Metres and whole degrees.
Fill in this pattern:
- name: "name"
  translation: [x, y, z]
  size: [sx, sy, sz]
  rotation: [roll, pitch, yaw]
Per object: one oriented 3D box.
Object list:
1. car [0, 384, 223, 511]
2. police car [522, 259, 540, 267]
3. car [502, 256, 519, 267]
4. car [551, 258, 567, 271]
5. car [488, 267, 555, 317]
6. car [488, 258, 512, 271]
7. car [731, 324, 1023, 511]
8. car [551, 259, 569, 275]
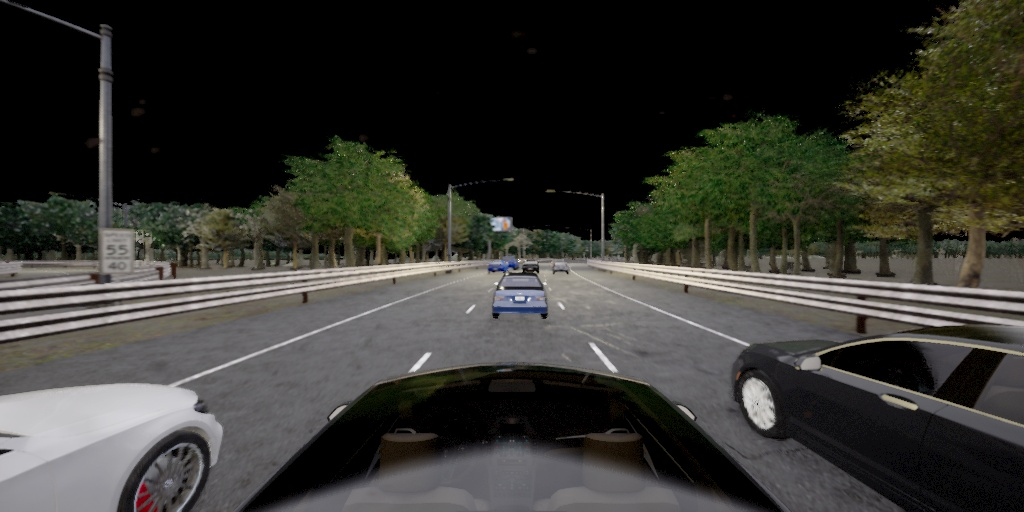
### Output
- name: "car"
  translation: [-3.367, 1.272, 1.060]
  size: [1.812, 1.442, 4.674]
  rotation: [0, 0, 0]
- name: "police car"
  translation: [2.273, 1.217, 42.216]
  size: [1.930, 1.638, 5.238]
  rotation: [0, 0, 6]
- name: "car"
  translation: [-0.356, 1.040, 51.282]
  size: [2.150, 2.045, 5.566]
  rotation: [0, 0, 8]
- name: "car"
  translation: [6.715, 1.176, 51.370]
  size: [2.097, 1.767, 4.553]
  rotation: [0, 0, 8]
- name: "car"
  translation: [0.304, 1.299, 13.067]
  size: [2.033, 1.411, 5.357]
  rotation: [0, 0, 2]
- name: "car"
  translation: [-1.525, 1.262, 40.851]
  size: [1.882, 1.535, 5.008]
  rotation: [0, 0, 6]
- name: "car"
  translation: [3.641, 1.259, 2.520]
  size: [1.837, 1.490, 4.892]
  rotation: [0, 0, 0]
- name: "car"
  translation: [5.493, 1.339, 40.675]
  size: [2.033, 1.411, 5.357]
  rotation: [0, 0, 6]
